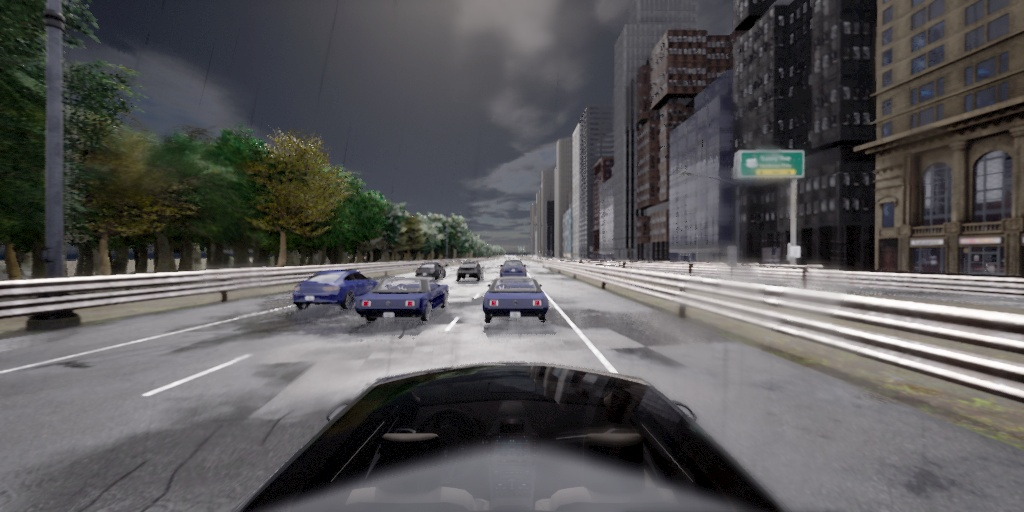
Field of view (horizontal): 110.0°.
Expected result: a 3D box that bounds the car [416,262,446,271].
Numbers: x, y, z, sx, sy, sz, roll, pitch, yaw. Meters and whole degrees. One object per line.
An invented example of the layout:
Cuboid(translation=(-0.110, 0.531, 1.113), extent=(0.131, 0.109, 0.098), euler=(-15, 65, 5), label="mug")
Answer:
Cuboid(translation=(-6.900, 1.267, 30.703), extent=(1.812, 1.442, 4.674), euler=(0, 0, 0), label="car")

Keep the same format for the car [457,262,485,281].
Cuboid(translation=(-3.398, 1.246, 29.776), extent=(1.837, 1.490, 4.892), euler=(0, 0, 0), label="car")

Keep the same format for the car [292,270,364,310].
Cuboid(translation=(-6.899, 1.269, 14.525), extent=(1.812, 1.442, 4.674), euler=(0, 0, 0), label="car")

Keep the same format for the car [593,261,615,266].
Cuboid(translation=(13.839, 1.404, 54.472), extent=(1.994, 1.385, 4.181), euler=(0, 0, -17), label="car")

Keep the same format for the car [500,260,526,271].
Cuboid(translation=(0.100, 1.094, 29.404), extent=(2.097, 1.767, 4.553), euler=(0, 0, 0), label="car")

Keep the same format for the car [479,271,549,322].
Cuboid(translation=(0.100, 1.345, 12.245), extent=(1.895, 1.301, 4.718), euler=(0, 0, 0), label="car")

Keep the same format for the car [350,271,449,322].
Cuboid(translation=(-3.401, 1.345, 12.134), extent=(1.895, 1.301, 4.718), euler=(0, 0, 0), label="car")
